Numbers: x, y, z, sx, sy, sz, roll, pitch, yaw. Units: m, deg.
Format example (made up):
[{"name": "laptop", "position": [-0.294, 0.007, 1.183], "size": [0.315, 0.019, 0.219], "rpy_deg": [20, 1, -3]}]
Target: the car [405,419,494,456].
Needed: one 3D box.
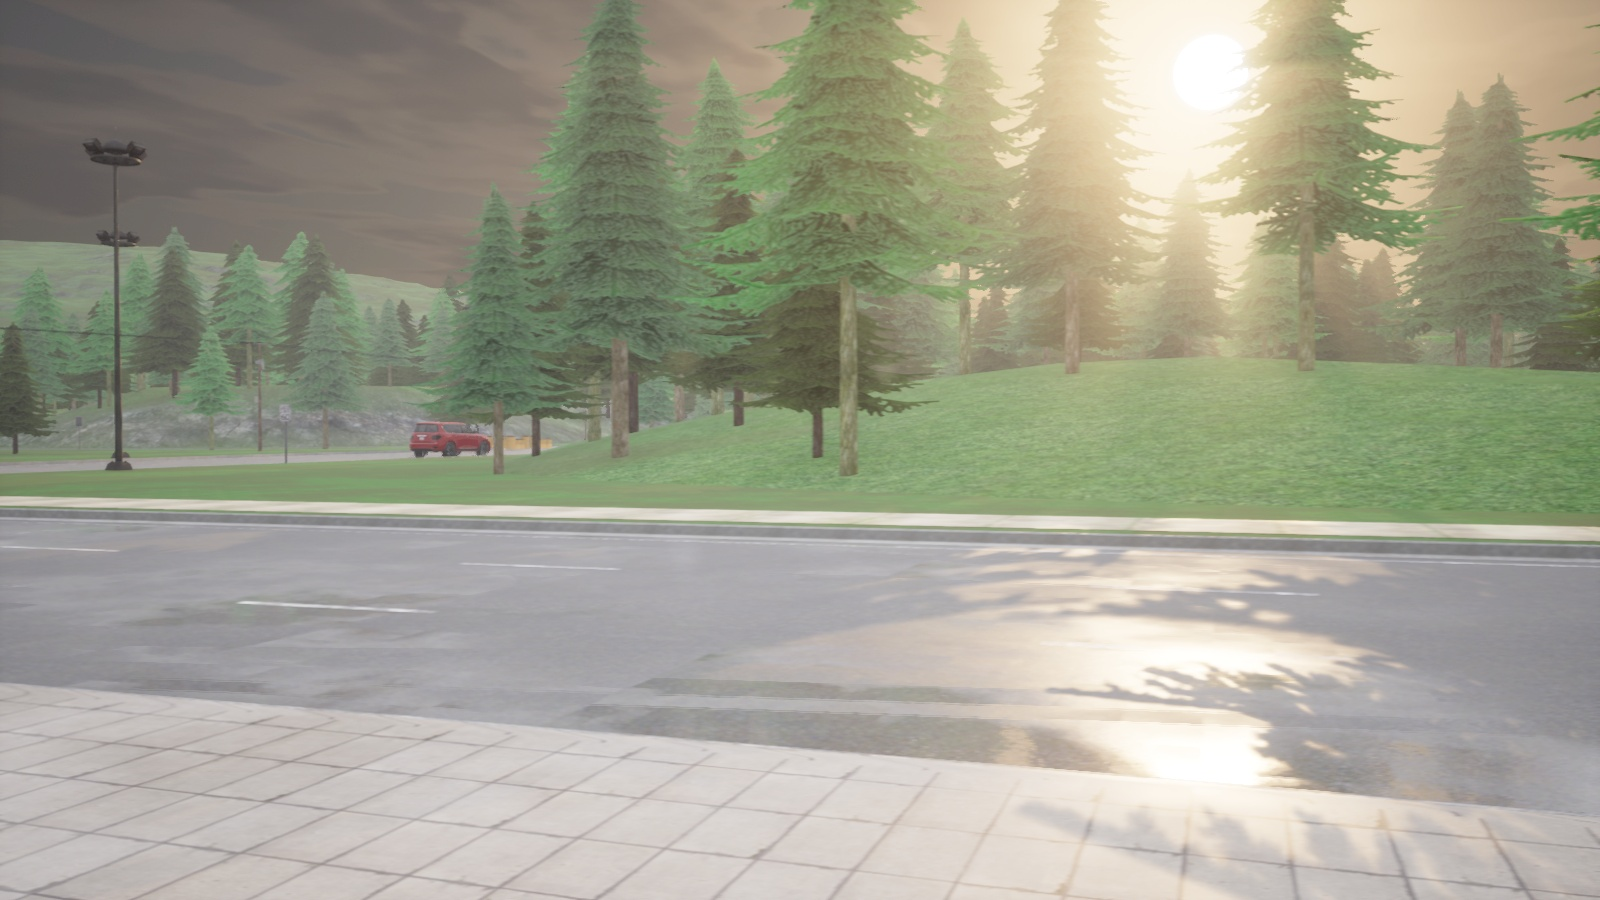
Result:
[{"name": "car", "position": [-19.991, -0.726, 71.895], "size": [2.150, 2.045, 5.566], "rpy_deg": [1, 1, 19]}]
